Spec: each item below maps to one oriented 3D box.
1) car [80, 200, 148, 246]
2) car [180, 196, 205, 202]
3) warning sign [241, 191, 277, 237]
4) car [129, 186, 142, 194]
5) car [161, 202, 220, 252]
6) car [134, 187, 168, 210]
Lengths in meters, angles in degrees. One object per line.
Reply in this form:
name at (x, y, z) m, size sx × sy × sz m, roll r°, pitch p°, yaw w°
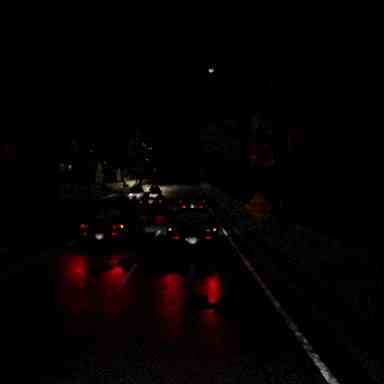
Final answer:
car at (-3.202, 1.305, 13.867) m, size 1.812 × 1.442 × 4.674 m, roll 0°, pitch 1°, yaw 1°
car at (0.016, 1.014, 25.928) m, size 2.033 × 1.411 × 5.357 m, roll 0°, pitch 2°, yaw 0°
warning sign at (2.839, 0.892, 14.134) m, size 1.300 × 1.860 × 1.060 m, roll -1°, pitch 1°, yaw 0°
car at (-9.799, -0.420, 58.484) m, size 2.033 × 1.411 × 5.357 m, roll 0°, pitch 3°, yaw 1°
car at (0.037, 1.328, 12.751) m, size 1.812 × 1.442 × 4.674 m, roll 0°, pitch 1°, yaw 1°
car at (-3.212, 0.751, 28.015) m, size 2.097 × 1.767 × 4.553 m, roll 0°, pitch 2°, yaw 1°
